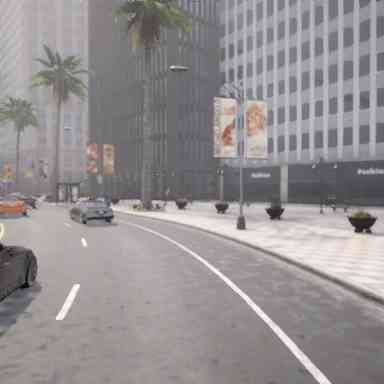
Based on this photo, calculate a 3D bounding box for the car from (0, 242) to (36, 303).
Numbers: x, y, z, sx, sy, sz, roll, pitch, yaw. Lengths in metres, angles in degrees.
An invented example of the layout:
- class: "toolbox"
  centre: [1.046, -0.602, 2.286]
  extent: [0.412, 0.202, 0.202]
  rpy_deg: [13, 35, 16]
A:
- class: "car"
  centre: [-4.228, 1.459, 5.771]
  extent: [1.812, 1.442, 4.674]
  rpy_deg: [0, 1, -9]

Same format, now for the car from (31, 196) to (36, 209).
- class: "car"
  centre: [-18.838, 1.073, 36.821]
  extent: [1.837, 1.490, 4.892]
  rpy_deg: [-1, 1, -42]

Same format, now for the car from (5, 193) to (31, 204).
- class: "car"
  centre: [-25.763, 0.910, 49.054]
  extent: [2.231, 1.521, 4.892]
  rpy_deg: [-1, 1, -42]

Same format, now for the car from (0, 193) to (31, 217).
- class: "car"
  centre: [-15.165, 1.035, 27.248]
  extent: [2.097, 1.767, 4.553]
  rpy_deg: [-1, 1, -40]

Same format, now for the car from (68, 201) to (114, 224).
- class: "car"
  centre: [-6.866, 1.278, 22.316]
  extent: [2.033, 1.411, 5.357]
  rpy_deg: [0, 1, -32]
